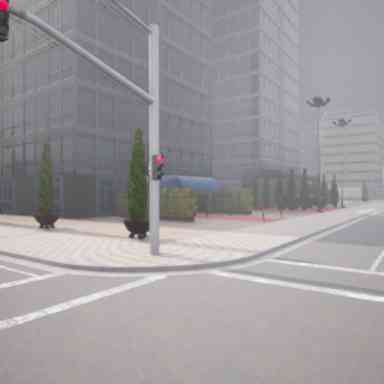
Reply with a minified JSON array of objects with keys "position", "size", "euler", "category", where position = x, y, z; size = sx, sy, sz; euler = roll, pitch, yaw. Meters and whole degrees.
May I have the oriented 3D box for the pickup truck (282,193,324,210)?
[{"position":[13.435,1.107,41.122],"size":[6.274,2.098,2.390],"euler":[0,0,-24],"category":"pickup truck"}]
